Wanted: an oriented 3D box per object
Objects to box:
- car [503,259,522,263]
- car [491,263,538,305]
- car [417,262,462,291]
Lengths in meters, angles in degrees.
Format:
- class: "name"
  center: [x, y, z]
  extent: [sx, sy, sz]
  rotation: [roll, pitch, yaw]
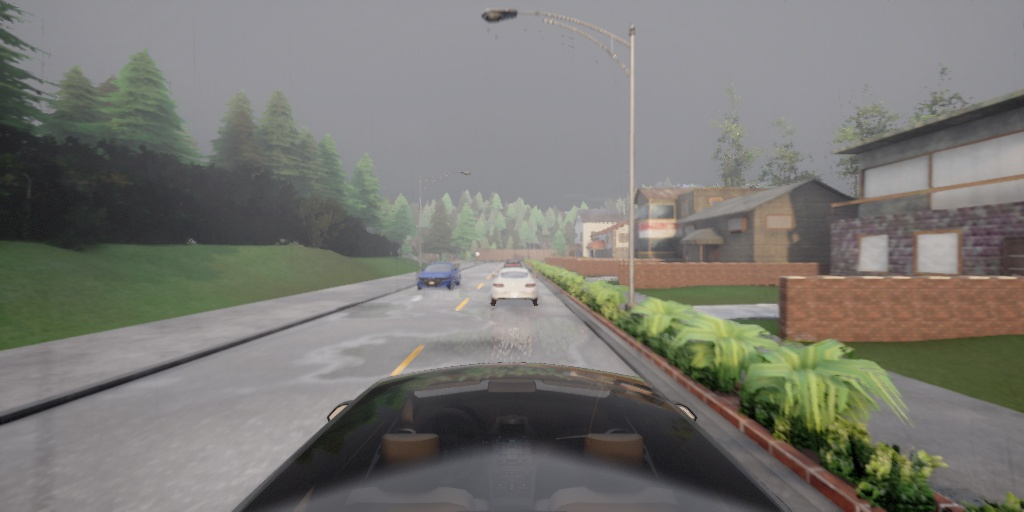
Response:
- class: "car"
  center: [0.084, 1.024, 36.394]
  extent: [2.128, 1.511, 4.902]
  rotation: [0, 0, 0]
- class: "car"
  center: [0.093, 1.191, 15.244]
  extent: [1.812, 1.442, 4.674]
  rotation: [0, 0, 0]
- class: "car"
  center: [-4.107, 1.106, 20.852]
  extent: [1.882, 1.535, 5.008]
  rotation: [0, 0, 0]
